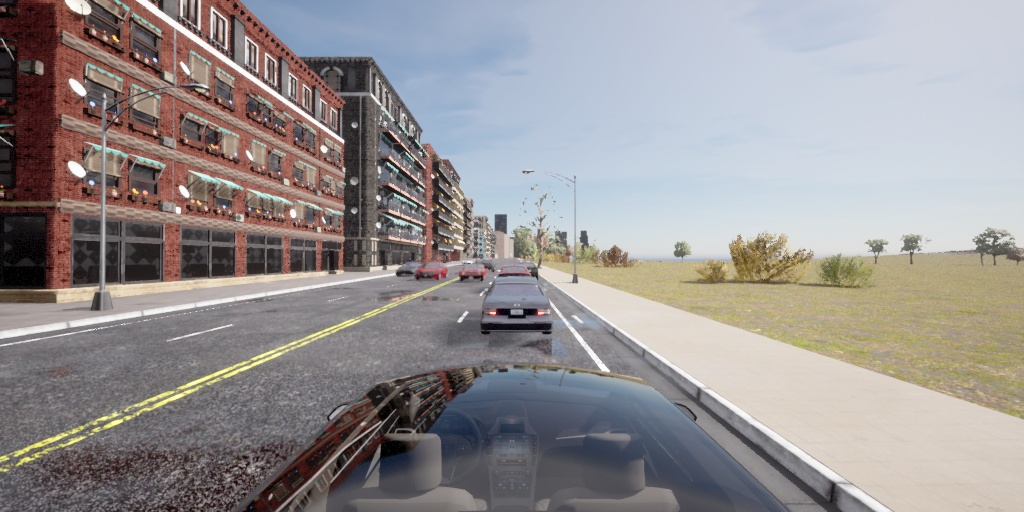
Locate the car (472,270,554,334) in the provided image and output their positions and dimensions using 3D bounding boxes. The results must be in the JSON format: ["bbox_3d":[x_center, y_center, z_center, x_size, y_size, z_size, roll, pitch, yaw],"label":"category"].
[{"bbox_3d":[0.115,1.299,10.525,2.033,1.411,5.357,0,0,0],"label":"car"}]

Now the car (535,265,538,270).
[{"bbox_3d":[1.191,1.231,30.503,1.882,1.535,5.008,0,0,0],"label":"car"}]

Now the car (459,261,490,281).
[{"bbox_3d":[-3.100,1.354,29.594,1.895,1.301,4.718,0,0,0],"label":"car"}]

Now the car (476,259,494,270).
[{"bbox_3d":[-3.067,1.257,45.688,1.837,1.490,4.892,0,0,0],"label":"car"}]

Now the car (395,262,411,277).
[{"bbox_3d":[-9.789,1.301,35.283,2.033,1.411,5.357,0,0,0],"label":"car"}]

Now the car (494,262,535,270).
[{"bbox_3d":[0.138,1.230,21.065,1.882,1.535,5.008,0,0,0],"label":"car"}]

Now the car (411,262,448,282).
[{"bbox_3d":[-6.550,1.231,29.704,1.882,1.535,5.008,0,0,0],"label":"car"}]
